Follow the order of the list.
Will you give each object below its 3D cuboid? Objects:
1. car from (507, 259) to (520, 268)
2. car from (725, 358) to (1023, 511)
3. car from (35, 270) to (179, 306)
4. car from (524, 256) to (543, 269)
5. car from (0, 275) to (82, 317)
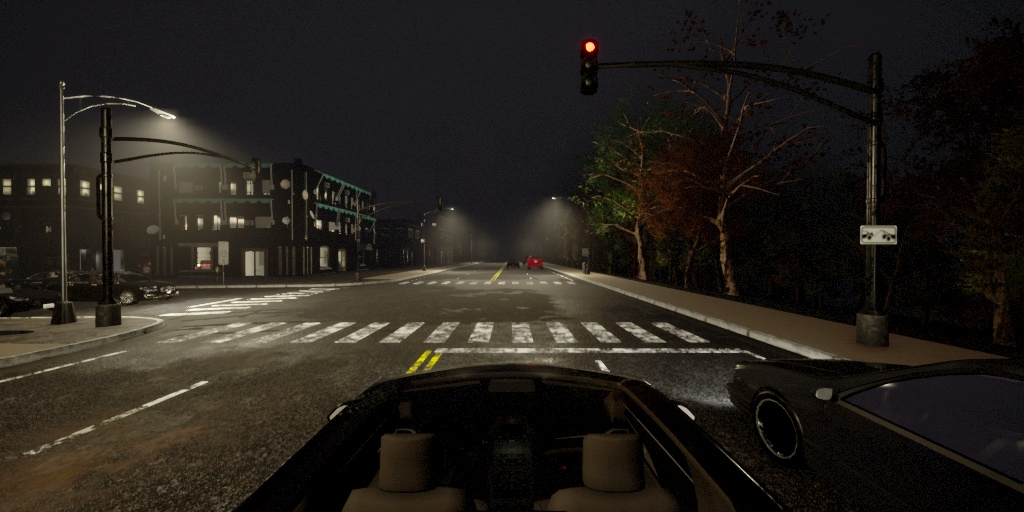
[{"bbox_3d":[0.187,1.207,58.389,1.882,1.535,5.008,0,0,0],"label":"car"},{"bbox_3d":[3.326,1.297,1.762,2.033,1.411,5.357,0,0,3],"label":"car"},{"bbox_3d":[-18.264,1.459,16.468,4.892,1.490,1.837,-1,1,-2],"label":"car"},{"bbox_3d":[3.431,0.952,54.320,2.150,2.045,5.566,0,0,0],"label":"car"},{"bbox_3d":[-19.930,1.565,13.755,4.313,1.339,1.948,0,0,0],"label":"car"}]
